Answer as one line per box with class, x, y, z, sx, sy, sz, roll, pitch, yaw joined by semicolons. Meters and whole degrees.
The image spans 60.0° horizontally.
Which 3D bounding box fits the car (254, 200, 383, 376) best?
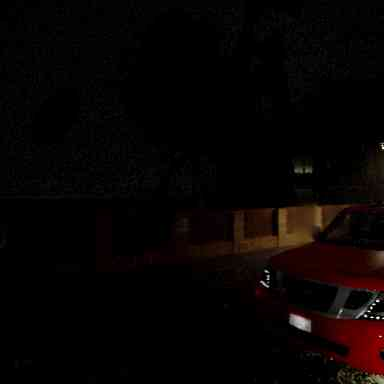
car;3.547;1.187;5.576;5.566;2.045;2.150;-1;0;-35
